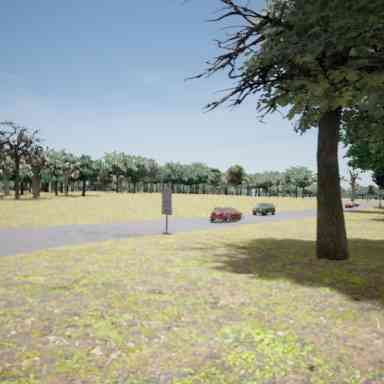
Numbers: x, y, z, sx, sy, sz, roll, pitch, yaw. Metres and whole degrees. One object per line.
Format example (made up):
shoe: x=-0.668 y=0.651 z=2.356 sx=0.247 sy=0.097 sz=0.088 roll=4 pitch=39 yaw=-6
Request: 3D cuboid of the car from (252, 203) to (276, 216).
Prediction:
car: x=11.928 y=2.798 z=54.836 sx=2.150 sy=2.045 sz=5.566 roll=0 pitch=-1 yaw=35

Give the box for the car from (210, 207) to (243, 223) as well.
car: x=3.974 y=2.439 z=37.363 sx=2.097 sy=1.767 sz=4.553 roll=0 pitch=-1 yaw=35
